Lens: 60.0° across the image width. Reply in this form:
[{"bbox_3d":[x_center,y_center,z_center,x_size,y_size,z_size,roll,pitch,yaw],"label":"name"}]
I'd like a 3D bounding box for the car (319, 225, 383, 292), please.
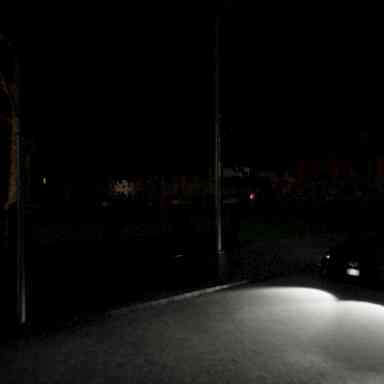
[{"bbox_3d":[5.126,1.567,8.473,4.181,1.385,1.994,0,0,-37],"label":"car"}]
